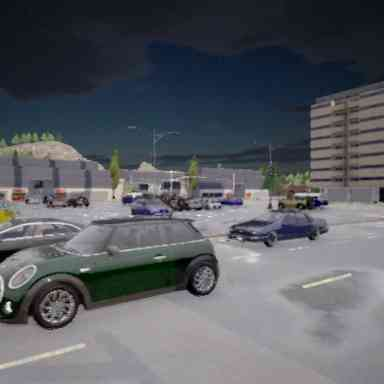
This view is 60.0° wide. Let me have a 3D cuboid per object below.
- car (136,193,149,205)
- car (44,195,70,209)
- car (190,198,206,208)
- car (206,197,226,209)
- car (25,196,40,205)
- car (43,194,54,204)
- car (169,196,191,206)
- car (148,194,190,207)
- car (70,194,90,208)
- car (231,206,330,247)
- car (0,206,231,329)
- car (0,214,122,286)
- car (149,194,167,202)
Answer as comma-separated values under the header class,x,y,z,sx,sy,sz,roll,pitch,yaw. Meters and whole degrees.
class,x,y,z,sx,sy,sz,roll,pitch,yaw
car,-9.922,1.285,72.100,1.905,1.878,3.866,0,0,-35
car,-18.266,1.443,44.849,1.784,1.438,3.905,0,0,-35
car,-0.490,1.468,38.919,1.784,1.438,3.905,0,0,-35
car,1.879,1.506,40.583,1.970,1.475,3.806,0,0,-35
car,-28.328,1.474,59.126,1.970,1.475,3.806,0,0,-35
car,-25.953,1.242,60.783,1.905,1.878,3.866,0,0,-35
car,-2.089,1.519,56.255,1.970,1.475,3.806,0,0,-35
car,-2.655,1.251,37.334,1.932,1.855,4.605,0,0,-35
car,-15.859,1.239,46.462,1.932,1.855,4.605,0,0,-35
car,4.174,1.575,15.461,5.357,1.411,2.033,0,0,-35
car,-1.640,1.356,7.071,4.553,1.767,2.097,0,0,-35
car,-4.672,1.495,9.235,4.902,1.511,2.128,0,0,-35
car,-7.523,1.289,73.720,1.932,1.855,4.605,0,0,-35
